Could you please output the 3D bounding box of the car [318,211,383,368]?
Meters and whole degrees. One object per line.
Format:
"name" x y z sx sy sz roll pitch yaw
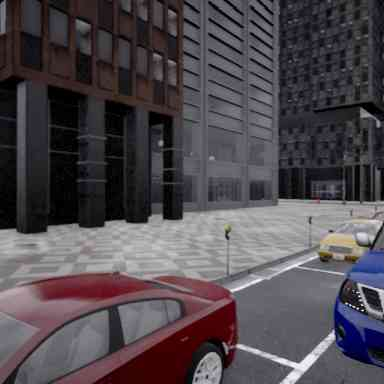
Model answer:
"car" 4.109 1.221 5.269 2.150 2.045 5.566 0 0 40

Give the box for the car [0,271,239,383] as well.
"car" -1.309 1.545 3.013 1.887 1.381 4.507 0 0 40

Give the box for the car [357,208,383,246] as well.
"car" 9.417 1.545 15.651 1.887 1.381 4.507 0 0 40
